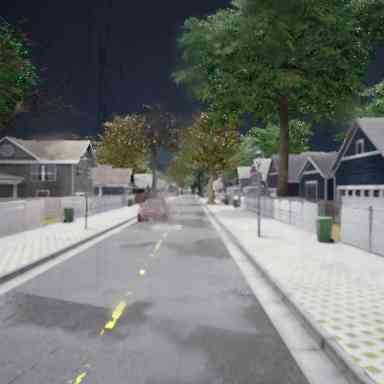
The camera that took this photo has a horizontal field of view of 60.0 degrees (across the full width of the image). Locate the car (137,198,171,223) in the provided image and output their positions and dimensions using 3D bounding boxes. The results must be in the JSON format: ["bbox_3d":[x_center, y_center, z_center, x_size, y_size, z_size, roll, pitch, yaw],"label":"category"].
[{"bbox_3d":[-2.772,1.261,24.810,2.097,1.767,4.553,0,0,0],"label":"car"}]
